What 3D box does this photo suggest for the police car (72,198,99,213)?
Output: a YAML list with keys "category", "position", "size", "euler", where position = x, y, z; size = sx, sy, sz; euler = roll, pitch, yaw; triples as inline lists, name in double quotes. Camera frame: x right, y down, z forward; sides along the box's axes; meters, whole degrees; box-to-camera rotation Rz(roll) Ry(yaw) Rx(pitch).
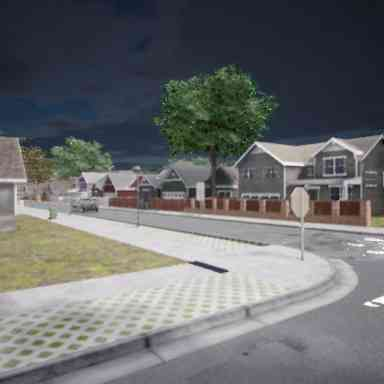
- category: "police car"
  position: [-12.478, 1.585, 38.920]
  size: [1.930, 1.638, 5.238]
  euler: [0, 0, -35]
